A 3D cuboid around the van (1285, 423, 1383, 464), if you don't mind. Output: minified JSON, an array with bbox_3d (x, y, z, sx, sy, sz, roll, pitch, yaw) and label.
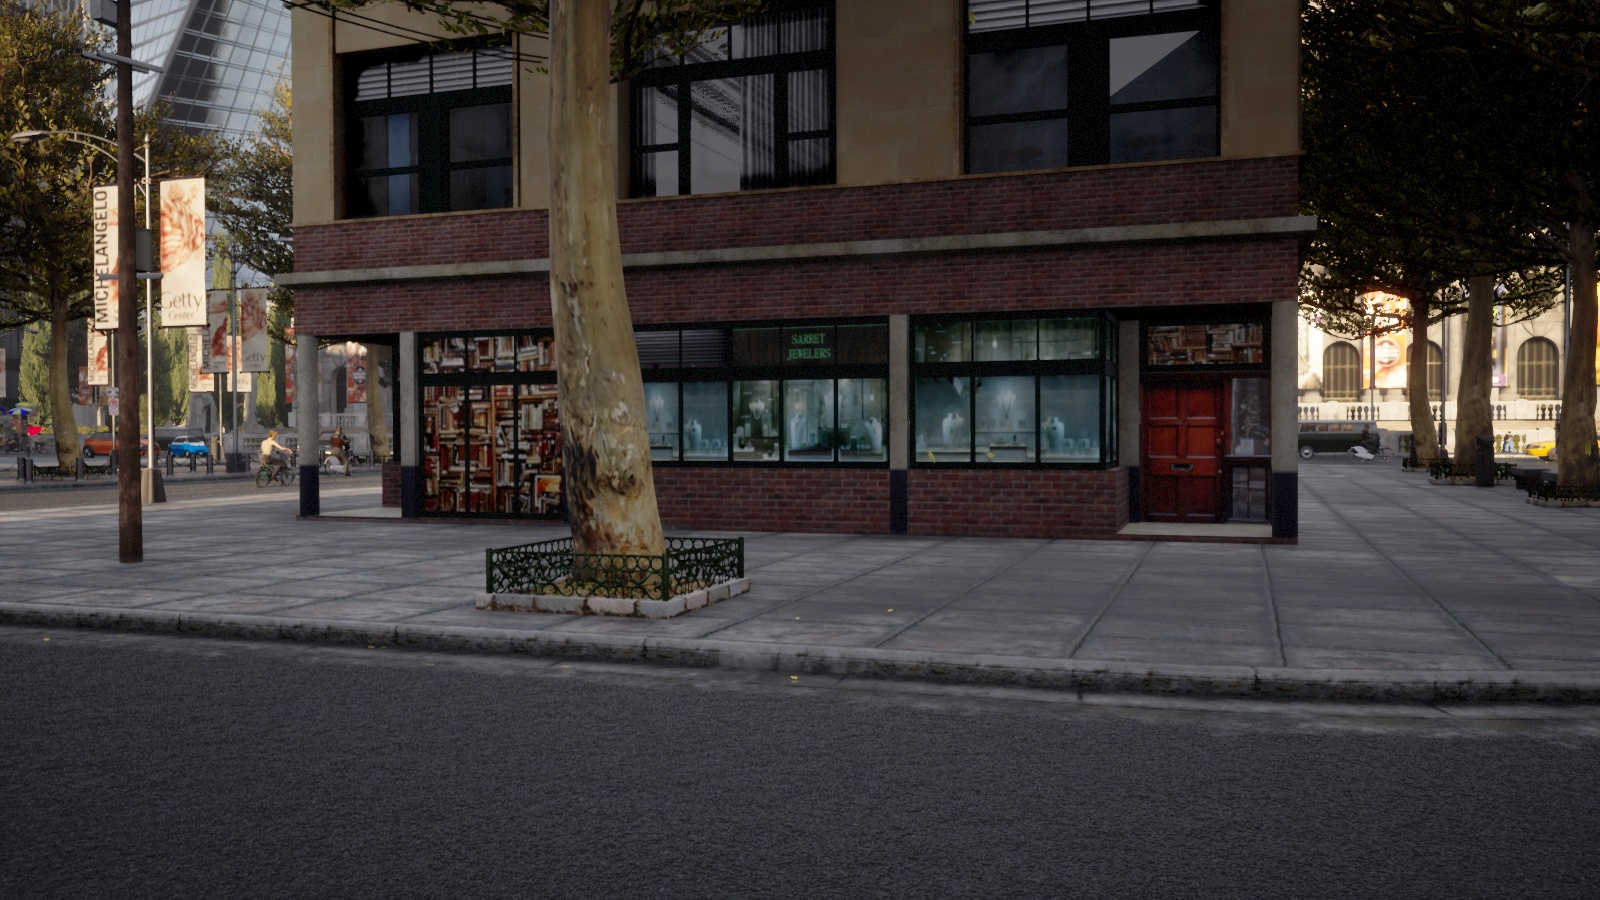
[{"bbox_3d":[26.789,-0.332,63.115,4.442,1.987,1.775,1,1,20],"label":"van"}]

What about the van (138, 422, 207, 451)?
[{"bbox_3d":[-44.245,-0.986,88.594,4.442,1.987,1.775,1,1,19],"label":"van"}]

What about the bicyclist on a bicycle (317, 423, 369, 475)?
[{"bbox_3d":[-15.905,-0.055,43.725,0.659,1.776,1.843,1,1,20],"label":"bicyclist on a bicycle"}]

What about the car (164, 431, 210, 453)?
[{"bbox_3d":[-38.624,-0.513,79.177,2.207,1.376,1.481,1,1,20],"label":"car"}]

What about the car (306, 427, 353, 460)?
[{"bbox_3d":[-23.636,-0.365,63.221,1.851,1.617,3.988,0,1,-16],"label":"car"}]

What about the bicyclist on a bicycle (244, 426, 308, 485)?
[{"bbox_3d":[-14.944,0.138,35.840,0.866,1.612,1.509,1,3,20],"label":"bicyclist on a bicycle"}]

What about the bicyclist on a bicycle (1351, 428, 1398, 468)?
[{"bbox_3d":[25.635,-0.106,56.093,1.843,1.776,0.659,0,1,20],"label":"bicyclist on a bicycle"}]

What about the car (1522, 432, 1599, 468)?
[{"bbox_3d":[35.594,-0.006,56.244,5.366,1.575,1.801,0,1,17],"label":"car"}]

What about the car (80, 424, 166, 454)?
[{"bbox_3d":[-41.183,-0.675,76.372,4.553,1.767,2.097,1,1,19],"label":"car"}]
